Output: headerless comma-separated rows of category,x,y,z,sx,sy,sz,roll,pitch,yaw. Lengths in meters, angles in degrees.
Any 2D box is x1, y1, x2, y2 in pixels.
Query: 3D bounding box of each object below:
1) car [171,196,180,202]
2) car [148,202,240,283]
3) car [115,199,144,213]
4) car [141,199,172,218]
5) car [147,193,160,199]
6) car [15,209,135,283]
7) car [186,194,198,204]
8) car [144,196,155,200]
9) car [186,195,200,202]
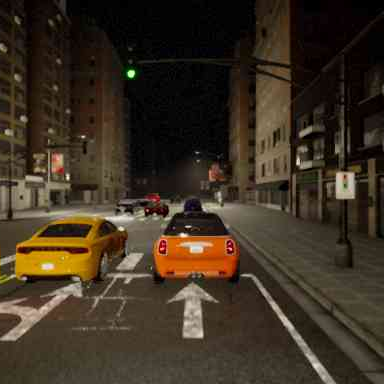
car,-3.250,1.515,65.020,1.837,1.490,4.892,0,0,0
car,0.102,1.350,9.799,2.097,1.767,4.553,0,0,0
car,-6.596,1.491,34.029,2.128,1.511,4.902,0,0,0
car,-3.150,1.599,30.535,1.895,1.301,4.718,0,0,0
car,-6.501,1.227,54.821,2.150,2.045,5.566,0,0,0
car,-3.145,1.475,9.724,1.882,1.535,5.008,0,0,0
car,-0.001,1.363,65.406,2.097,1.767,4.553,0,0,0
car,-6.575,1.603,44.225,1.895,1.301,4.718,0,0,1
car,0.101,1.477,36.923,1.882,1.535,5.008,0,0,0
